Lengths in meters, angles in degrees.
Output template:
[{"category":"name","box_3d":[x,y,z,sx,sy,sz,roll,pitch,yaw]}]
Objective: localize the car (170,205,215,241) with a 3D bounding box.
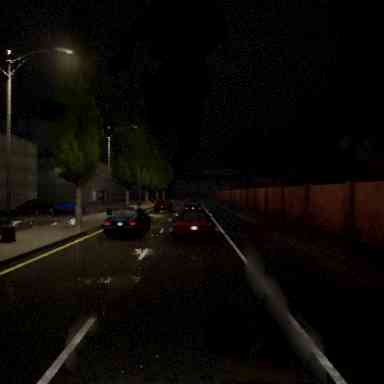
[{"category":"car","box_3d":[0.098,1.576,16.859,1.994,1.385,4.181,0,0,0]}]

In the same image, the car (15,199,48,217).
[{"category":"car","box_3d":[-15.082,1.500,32.024,1.882,1.535,5.008,0,0,0]}]

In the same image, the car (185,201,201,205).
[{"category":"car","box_3d":[0.097,1.571,33.144,2.033,1.411,5.357,0,0,0]}]

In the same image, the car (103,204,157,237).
[{"category":"car","box_3d":[-3.401,1.560,18.213,2.033,1.411,5.357,0,0,0]}]

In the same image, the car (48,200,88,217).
[{"category":"car","box_3d":[-11.582,1.500,32.025,1.882,1.535,5.008,0,0,0]}]

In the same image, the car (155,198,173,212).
[{"category":"car","box_3d":[-3.403,1.506,40.228,1.882,1.535,5.008,0,0,0]}]
